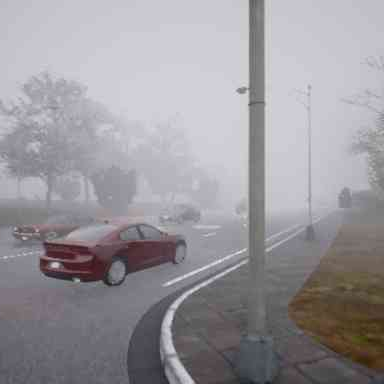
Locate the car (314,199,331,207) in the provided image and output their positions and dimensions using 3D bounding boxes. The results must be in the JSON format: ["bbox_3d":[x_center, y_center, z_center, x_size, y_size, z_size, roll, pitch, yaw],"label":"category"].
[{"bbox_3d":[31.619,2.662,81.678,2.150,2.045,5.566,0,-1,36],"label":"car"}]

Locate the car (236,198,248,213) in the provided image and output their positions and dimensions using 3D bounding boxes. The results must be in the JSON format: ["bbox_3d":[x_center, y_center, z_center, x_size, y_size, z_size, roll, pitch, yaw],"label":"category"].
[{"bbox_3d":[7.831,1.858,45.538,2.150,2.045,5.566,0,-1,26],"label":"car"}]

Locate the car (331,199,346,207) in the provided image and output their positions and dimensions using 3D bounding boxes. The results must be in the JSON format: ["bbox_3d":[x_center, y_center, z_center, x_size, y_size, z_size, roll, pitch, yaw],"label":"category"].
[{"bbox_3d":[35.063,2.988,80.487,1.994,1.385,4.181,0,-1,36],"label":"car"}]

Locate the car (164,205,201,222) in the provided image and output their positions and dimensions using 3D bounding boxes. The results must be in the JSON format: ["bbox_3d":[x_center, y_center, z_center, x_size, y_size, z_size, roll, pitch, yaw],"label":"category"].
[{"bbox_3d":[-0.920,1.809,27.498,2.128,1.511,4.902,0,-1,26],"label":"car"}]

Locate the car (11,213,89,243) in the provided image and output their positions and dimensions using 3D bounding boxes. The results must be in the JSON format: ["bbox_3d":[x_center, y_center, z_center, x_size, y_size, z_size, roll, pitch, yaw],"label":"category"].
[{"bbox_3d":[-6.360,1.767,16.607,1.895,1.301,4.718,0,-1,27],"label":"car"}]

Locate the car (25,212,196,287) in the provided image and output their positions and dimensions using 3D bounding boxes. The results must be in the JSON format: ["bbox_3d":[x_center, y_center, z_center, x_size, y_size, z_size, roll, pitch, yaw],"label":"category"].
[{"bbox_3d":[-1.964,1.571,9.806,1.882,1.535,5.008,0,-1,28],"label":"car"}]
